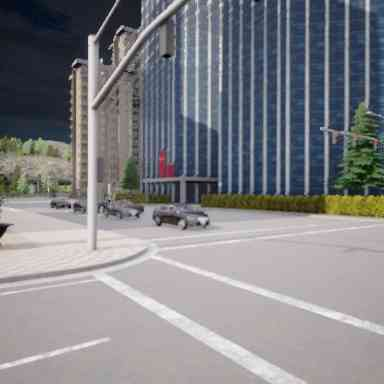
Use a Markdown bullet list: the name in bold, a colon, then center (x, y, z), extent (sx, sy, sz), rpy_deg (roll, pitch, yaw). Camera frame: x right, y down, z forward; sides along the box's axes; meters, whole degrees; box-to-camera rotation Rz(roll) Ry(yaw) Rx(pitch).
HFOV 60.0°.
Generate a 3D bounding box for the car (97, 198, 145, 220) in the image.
- **car**: center (-6.177, 1.544, 29.059), extent (2.128, 1.511, 4.902), rpy_deg (0, 0, -36)

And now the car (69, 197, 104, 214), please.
- **car**: center (-11.632, 1.557, 36.609), extent (1.837, 1.490, 4.892), rpy_deg (0, 0, -36)

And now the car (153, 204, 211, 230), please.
- **car**: center (-0.767, 1.545, 21.591), extent (2.128, 1.511, 4.902), rpy_deg (0, 0, -36)

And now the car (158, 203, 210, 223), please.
- **car**: center (-0.770, 1.670, 27.553), extent (1.895, 1.301, 4.718), rpy_deg (0, 0, -36)

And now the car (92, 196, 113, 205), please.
- **car**: center (-16.584, 1.591, 61.676), extent (2.128, 1.511, 4.902), rpy_deg (0, 0, -36)

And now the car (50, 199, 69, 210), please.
- **car**: center (-17.831, 1.599, 45.238), extent (2.033, 1.411, 5.357), rpy_deg (0, 0, -35)

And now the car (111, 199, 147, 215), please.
- **car**: center (-6.886, 1.546, 36.015), extent (1.882, 1.535, 5.008), rpy_deg (0, 0, -36)
